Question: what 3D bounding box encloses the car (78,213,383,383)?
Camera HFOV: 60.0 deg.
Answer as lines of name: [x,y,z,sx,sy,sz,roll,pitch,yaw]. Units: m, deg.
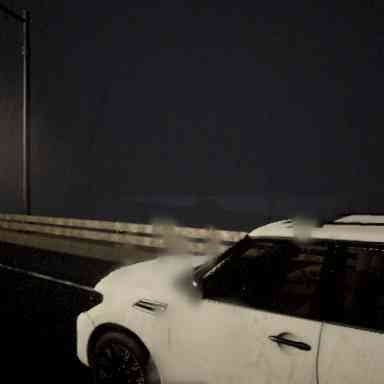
car: [1.349,1.222,3.037,5.566,2.045,2.150,0,0,36]
